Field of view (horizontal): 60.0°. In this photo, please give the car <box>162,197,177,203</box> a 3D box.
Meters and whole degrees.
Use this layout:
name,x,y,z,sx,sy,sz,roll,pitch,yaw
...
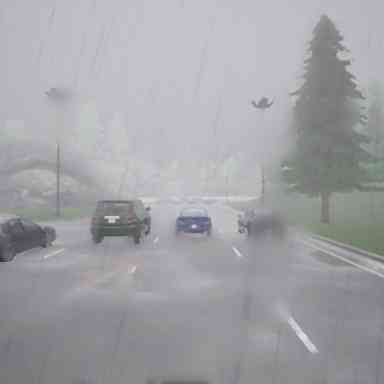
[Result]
name,x,y,z,sx,sy,sz,roll,pitch,yaw
car,-5.620,2.122,85.068,2.033,1.411,5.357,0,0,17

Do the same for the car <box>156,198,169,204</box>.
name,x,y,z,sx,sy,sz,roll,pitch,yaw
car,-6.959,2.040,74.985,1.812,1.442,4.674,0,0,2

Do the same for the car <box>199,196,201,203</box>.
name,x,y,z,sx,sy,sz,roll,pitch,yaw
car,1.362,1.792,84.175,2.097,1.767,4.553,0,0,17

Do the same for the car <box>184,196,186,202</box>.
name,x,y,z,sx,sy,sz,roll,pitch,yaw
car,-2.041,1.794,84.993,2.097,1.767,4.553,0,0,17

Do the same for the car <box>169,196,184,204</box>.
name,x,y,z,sx,sy,sz,roll,pitch,yaw
car,-3.459,2.110,74.924,1.895,1.301,4.718,0,0,2

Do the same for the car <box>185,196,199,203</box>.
name,x,y,z,sx,sy,sz,roll,pitch,yaw
car,0.031,2.106,74.322,1.895,1.301,4.718,0,0,2

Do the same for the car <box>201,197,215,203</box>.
name,x,y,z,sx,sy,sz,roll,pitch,yaw
car,3.531,2.107,74.349,1.895,1.301,4.718,0,0,2

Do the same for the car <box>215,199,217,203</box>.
name,x,y,z,sx,sy,sz,roll,pitch,yaw
car,4.997,2.074,84.181,2.033,1.411,5.357,0,0,17

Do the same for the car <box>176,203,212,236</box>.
name,x,y,z,sx,sy,sz,roll,pitch,yaw
car,0.103,1.611,19.268,1.882,1.535,5.008,0,0,0

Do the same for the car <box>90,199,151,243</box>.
name,x,y,z,sx,sy,sz,roll,pitch,yaw
car,-3.397,1.338,16.780,2.150,2.045,5.566,0,0,0

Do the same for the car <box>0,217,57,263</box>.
name,x,y,z,sx,sy,sz,roll,pitch,yaw
car,-6.898,1.634,12.259,2.033,1.411,5.357,0,0,0

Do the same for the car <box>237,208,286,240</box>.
name,x,y,z,sx,sy,sz,roll,pitch,yaw
car,3.603,1.628,17.795,1.837,1.490,4.892,0,0,0
